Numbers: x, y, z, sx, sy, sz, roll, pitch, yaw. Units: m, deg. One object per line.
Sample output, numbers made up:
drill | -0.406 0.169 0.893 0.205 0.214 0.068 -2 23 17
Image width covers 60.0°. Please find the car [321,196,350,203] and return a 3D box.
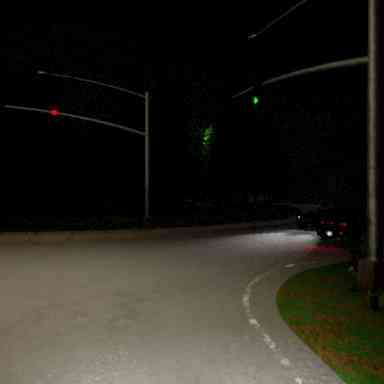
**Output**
car | 16.496 1.478 39.071 1.837 1.490 4.892 0 0 8

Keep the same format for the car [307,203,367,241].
car | 7.679 1.478 15.334 4.892 1.490 1.837 0 1 -36

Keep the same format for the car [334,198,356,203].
car | 13.792 1.537 29.148 1.994 1.385 4.181 0 0 22

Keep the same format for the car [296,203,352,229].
car | 8.297 1.574 20.809 1.895 1.301 4.718 0 0 41
